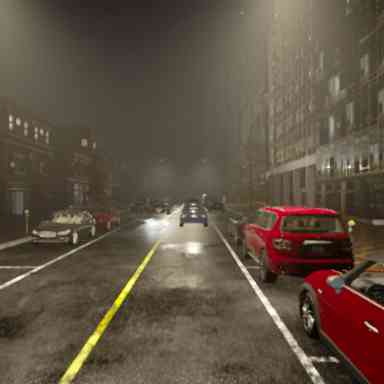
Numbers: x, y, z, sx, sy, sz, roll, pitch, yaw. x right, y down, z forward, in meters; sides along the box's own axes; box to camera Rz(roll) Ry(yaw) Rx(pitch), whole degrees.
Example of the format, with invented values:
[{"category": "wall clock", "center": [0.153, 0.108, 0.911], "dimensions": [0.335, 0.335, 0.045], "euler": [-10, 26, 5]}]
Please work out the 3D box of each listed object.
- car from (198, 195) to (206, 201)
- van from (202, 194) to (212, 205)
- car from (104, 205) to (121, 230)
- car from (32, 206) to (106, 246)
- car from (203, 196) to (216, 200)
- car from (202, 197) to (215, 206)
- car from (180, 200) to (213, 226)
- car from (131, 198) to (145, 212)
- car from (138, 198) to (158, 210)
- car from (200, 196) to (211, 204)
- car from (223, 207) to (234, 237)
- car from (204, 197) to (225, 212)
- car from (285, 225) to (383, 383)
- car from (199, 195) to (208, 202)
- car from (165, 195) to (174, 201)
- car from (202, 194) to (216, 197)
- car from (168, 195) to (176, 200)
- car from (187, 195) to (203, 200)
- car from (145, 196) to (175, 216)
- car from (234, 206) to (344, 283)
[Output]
[{"category": "car", "center": [2.678, 1.553, 88.538], "dimensions": [1.947, 1.339, 4.313], "euler": [1, 0, 0]}, {"category": "van", "center": [2.682, 1.329, 60.318], "dimensions": [1.690, 1.788, 3.998], "euler": [1, 0, 0]}, {"category": "car", "center": [-5.676, 1.539, 20.865], "dimensions": [1.887, 1.381, 4.507], "euler": [1, 0, 0]}, {"category": "car", "center": [-5.676, 1.546, 15.222], "dimensions": [2.008, 1.369, 4.403], "euler": [1, 0, 0]}, {"category": "car", "center": [2.710, 1.572, 43.385], "dimensions": [1.802, 1.307, 4.206], "euler": [1, 0, 0]}, {"category": "car", "center": [2.692, 1.539, 54.673], "dimensions": [2.008, 1.369, 4.403], "euler": [1, 0, 0]}, {"category": "car", "center": [0.106, 1.541, 23.200], "dimensions": [2.033, 1.411, 5.357], "euler": [0, 0, 0]}, {"category": "car", "center": [-5.672, 1.431, 37.798], "dimensions": [1.967, 1.590, 4.097], "euler": [1, 0, 0]}, {"category": "car", "center": [-5.673, 1.556, 43.442], "dimensions": [1.947, 1.339, 4.313], "euler": [1, 0, 0]}, {"category": "car", "center": [2.676, 1.553, 65.962], "dimensions": [1.947, 1.339, 4.313], "euler": [1, 0, 0]}, {"category": "car", "center": [2.703, 1.561, 15.165], "dimensions": [1.947, 1.339, 4.313], "euler": [1, 0, 0]}, {"category": "car", "center": [2.706, 1.557, 37.741], "dimensions": [1.947, 1.339, 4.313], "euler": [1, 0, 0]}, {"category": "car", "center": [2.704, 1.439, 3.877], "dimensions": [1.967, 1.590, 4.097], "euler": [1, 0, 0]}, {"category": "car", "center": [2.679, 1.427, 77.250], "dimensions": [1.967, 1.590, 4.097], "euler": [1, 0, 0]}, {"category": "car", "center": [-5.669, 1.532, 82.950], "dimensions": [1.887, 1.381, 4.507], "euler": [1, 0, 0]}, {"category": "car", "center": [2.719, 1.304, 49.029], "dimensions": [2.192, 1.841, 5.009], "euler": [1, 0, 0]}, {"category": "car", "center": [-5.669, 1.553, 94.238], "dimensions": [1.947, 1.339, 4.313], "euler": [1, 0, 0]}, {"category": "car", "center": [0.106, 1.495, 42.528], "dimensions": [1.837, 1.490, 4.892], "euler": [0, 0, 0]}, {"category": "car", "center": [-2.996, 1.432, 32.463], "dimensions": [2.128, 1.511, 4.902], "euler": [0, 0, 0]}, {"category": "car", "center": [2.706, 1.312, 9.521], "dimensions": [2.192, 1.841, 5.009], "euler": [1, 0, 0]}]
